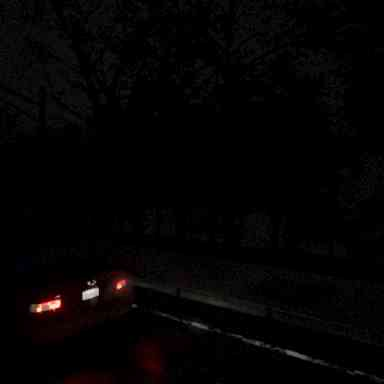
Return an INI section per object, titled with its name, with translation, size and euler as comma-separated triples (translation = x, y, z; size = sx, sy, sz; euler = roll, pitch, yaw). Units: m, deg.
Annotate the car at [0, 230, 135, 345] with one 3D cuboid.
[car]
translation = -3.474, 1.450, 6.179
size = 5.357, 1.411, 2.033
euler = 1, 1, 36
